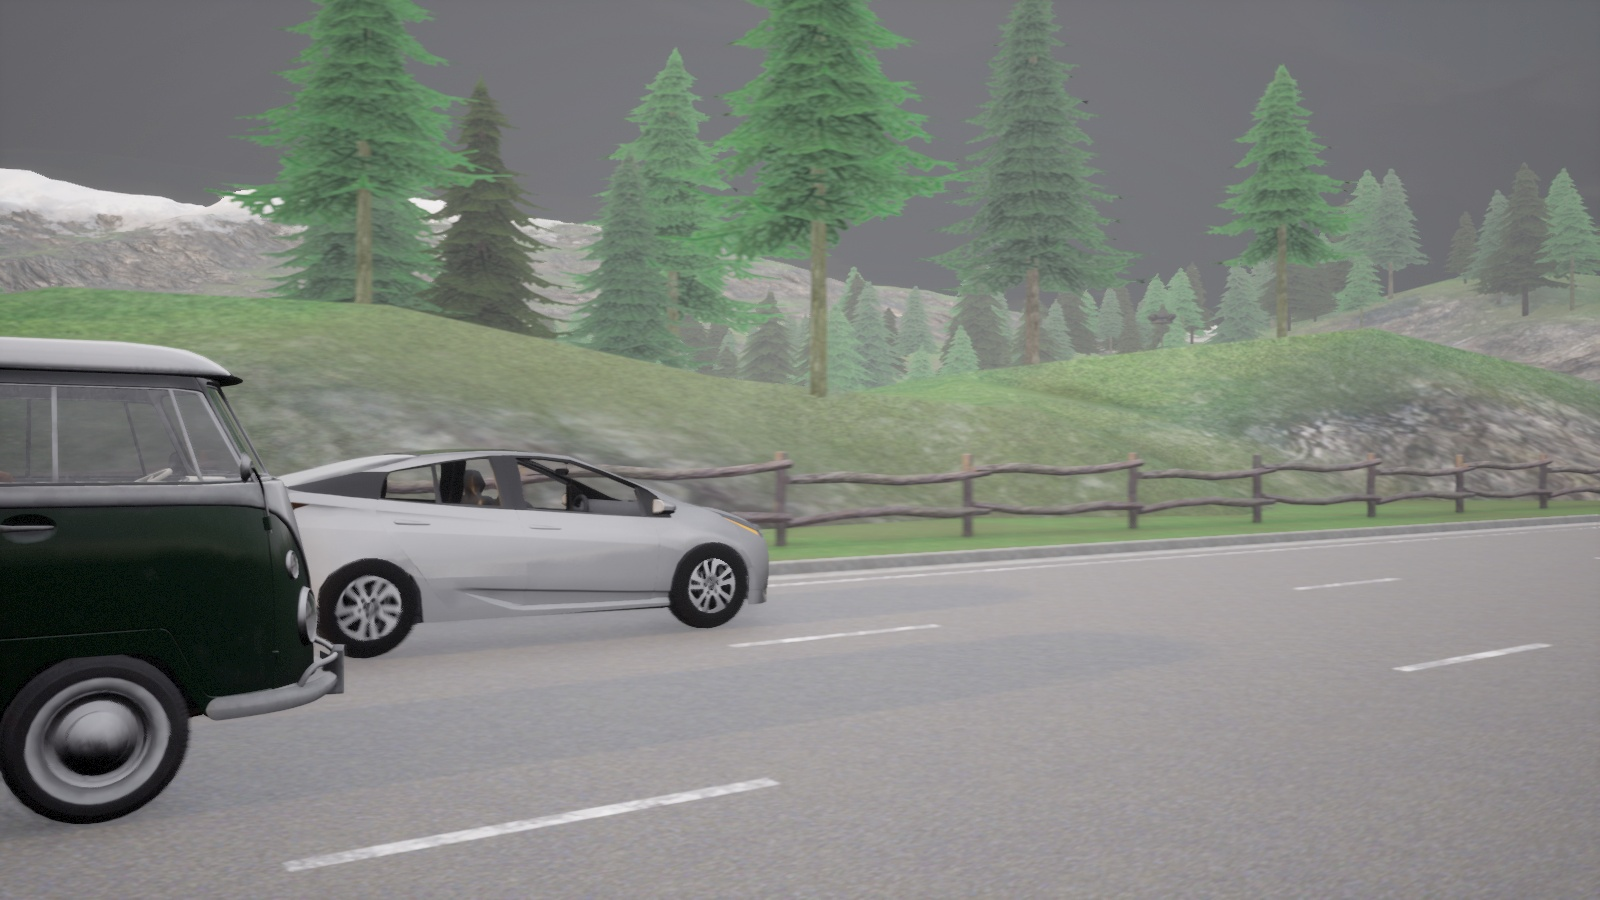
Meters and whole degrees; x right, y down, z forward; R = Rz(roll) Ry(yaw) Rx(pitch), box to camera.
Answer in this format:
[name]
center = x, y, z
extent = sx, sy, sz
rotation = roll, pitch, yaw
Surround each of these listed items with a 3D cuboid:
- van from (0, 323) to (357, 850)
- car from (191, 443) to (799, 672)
[van]
center = -4.270, 0.519, 4.952
extent = 4.442, 1.987, 1.775
rotation = 0, 0, -35
[car]
center = -2.436, 0.722, 10.492
extent = 4.514, 1.525, 2.007
rotation = 0, 0, -35
